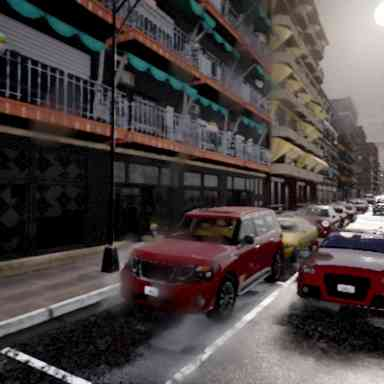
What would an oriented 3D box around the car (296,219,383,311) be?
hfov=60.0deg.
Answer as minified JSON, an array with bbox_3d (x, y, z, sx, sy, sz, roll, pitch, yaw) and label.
[{"bbox_3d":[3.845,1.579,7.741,1.994,1.385,4.181,0,0,32],"label":"car"}]

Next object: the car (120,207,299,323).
[{"bbox_3d":[0.640,1.317,7.616,2.192,1.841,5.009,1,1,31],"label":"car"}]

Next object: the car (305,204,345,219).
[{"bbox_3d":[6.478,1.466,17.293,1.967,1.590,4.097,1,1,31],"label":"car"}]

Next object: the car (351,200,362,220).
[{"bbox_3d":[12.317,1.615,26.971,1.947,1.339,4.313,1,1,31],"label":"car"}]

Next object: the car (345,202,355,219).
[{"bbox_3d":[9.398,1.582,22.134,1.887,1.381,4.507,1,1,31],"label":"car"}]

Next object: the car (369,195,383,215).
[{"bbox_3d":[19.897,1.430,34.344,2.097,1.767,4.553,0,0,31],"label":"car"}]

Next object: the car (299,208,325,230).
[{"bbox_3d":[3.469,1.538,12.311,1.752,1.417,4.829,1,1,31],"label":"car"}]

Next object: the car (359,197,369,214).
[{"bbox_3d":[18.159,1.615,36.649,1.887,1.381,4.507,1,1,31],"label":"car"}]
